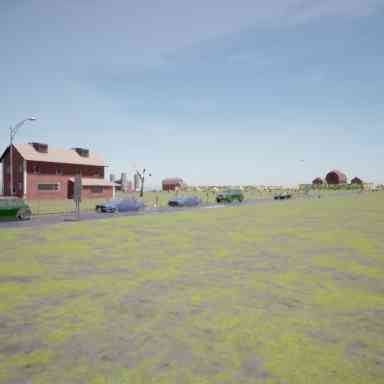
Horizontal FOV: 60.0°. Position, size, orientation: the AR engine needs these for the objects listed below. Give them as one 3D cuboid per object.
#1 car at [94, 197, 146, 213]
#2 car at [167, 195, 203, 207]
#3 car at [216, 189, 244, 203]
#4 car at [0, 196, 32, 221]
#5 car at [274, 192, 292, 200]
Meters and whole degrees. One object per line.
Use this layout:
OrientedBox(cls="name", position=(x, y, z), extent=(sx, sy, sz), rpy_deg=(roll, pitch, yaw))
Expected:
OrientedBox(cls="car", position=(-6.808, 1.186, 32.292), extent=(2.033, 1.411, 5.357), rpy_deg=(1, 1, 36))
OrientedBox(cls="car", position=(-0.721, 1.031, 40.715), extent=(2.033, 1.411, 5.357), rpy_deg=(1, 1, 35))
OrientedBox(cls="car", position=(5.710, 0.541, 49.524), extent=(2.150, 2.045, 5.566), rpy_deg=(1, 1, 36))
OrientedBox(cls="car", position=(-13.627, 1.159, 22.850), extent=(2.097, 1.767, 4.553), rpy_deg=(1, 1, 36))
OrientedBox(cls="car", position=(16.271, 0.729, 59.204), extent=(1.895, 1.301, 4.718), rpy_deg=(1, 1, 36))
